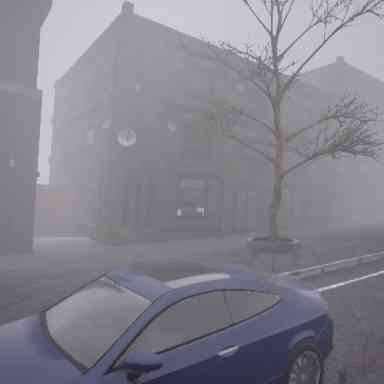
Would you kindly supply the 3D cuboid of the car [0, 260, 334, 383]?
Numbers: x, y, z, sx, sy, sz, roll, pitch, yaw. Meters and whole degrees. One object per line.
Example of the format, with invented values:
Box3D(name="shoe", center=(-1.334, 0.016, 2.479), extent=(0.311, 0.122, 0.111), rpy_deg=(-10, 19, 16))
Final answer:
Box3D(name="car", center=(-0.411, 1.527, 3.388), extent=(4.674, 1.442, 1.812), rpy_deg=(0, 0, -35))
